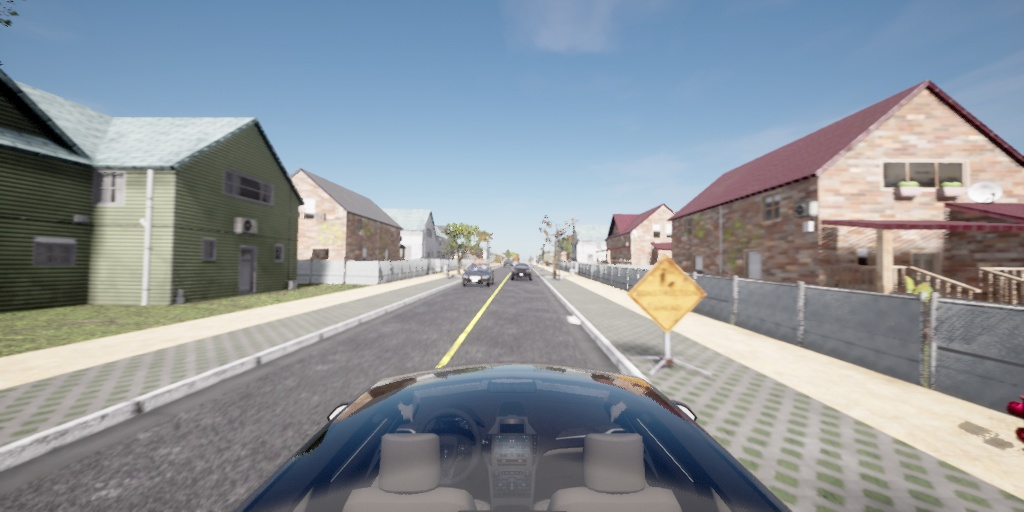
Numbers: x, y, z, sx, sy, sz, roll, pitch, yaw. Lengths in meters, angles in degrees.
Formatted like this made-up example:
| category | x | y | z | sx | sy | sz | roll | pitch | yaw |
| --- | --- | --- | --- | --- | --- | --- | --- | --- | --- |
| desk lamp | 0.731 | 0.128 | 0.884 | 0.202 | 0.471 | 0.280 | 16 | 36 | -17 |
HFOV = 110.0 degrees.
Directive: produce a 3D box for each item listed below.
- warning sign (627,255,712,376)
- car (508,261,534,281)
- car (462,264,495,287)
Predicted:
| category | x | y | z | sx | sy | sz | roll | pitch | yaw |
| --- | --- | --- | --- | --- | --- | --- | --- | --- | --- |
| warning sign | 2.598 | 0.914 | 6.001 | 1.300 | 1.860 | 1.060 | 0 | 0 | 2 |
| car | 0.865 | 1.389 | 31.995 | 1.812 | 1.442 | 4.674 | 1 | 0 | 2 |
| car | -2.223 | 1.277 | 24.671 | 2.128 | 1.511 | 4.902 | 1 | 0 | 2 |
